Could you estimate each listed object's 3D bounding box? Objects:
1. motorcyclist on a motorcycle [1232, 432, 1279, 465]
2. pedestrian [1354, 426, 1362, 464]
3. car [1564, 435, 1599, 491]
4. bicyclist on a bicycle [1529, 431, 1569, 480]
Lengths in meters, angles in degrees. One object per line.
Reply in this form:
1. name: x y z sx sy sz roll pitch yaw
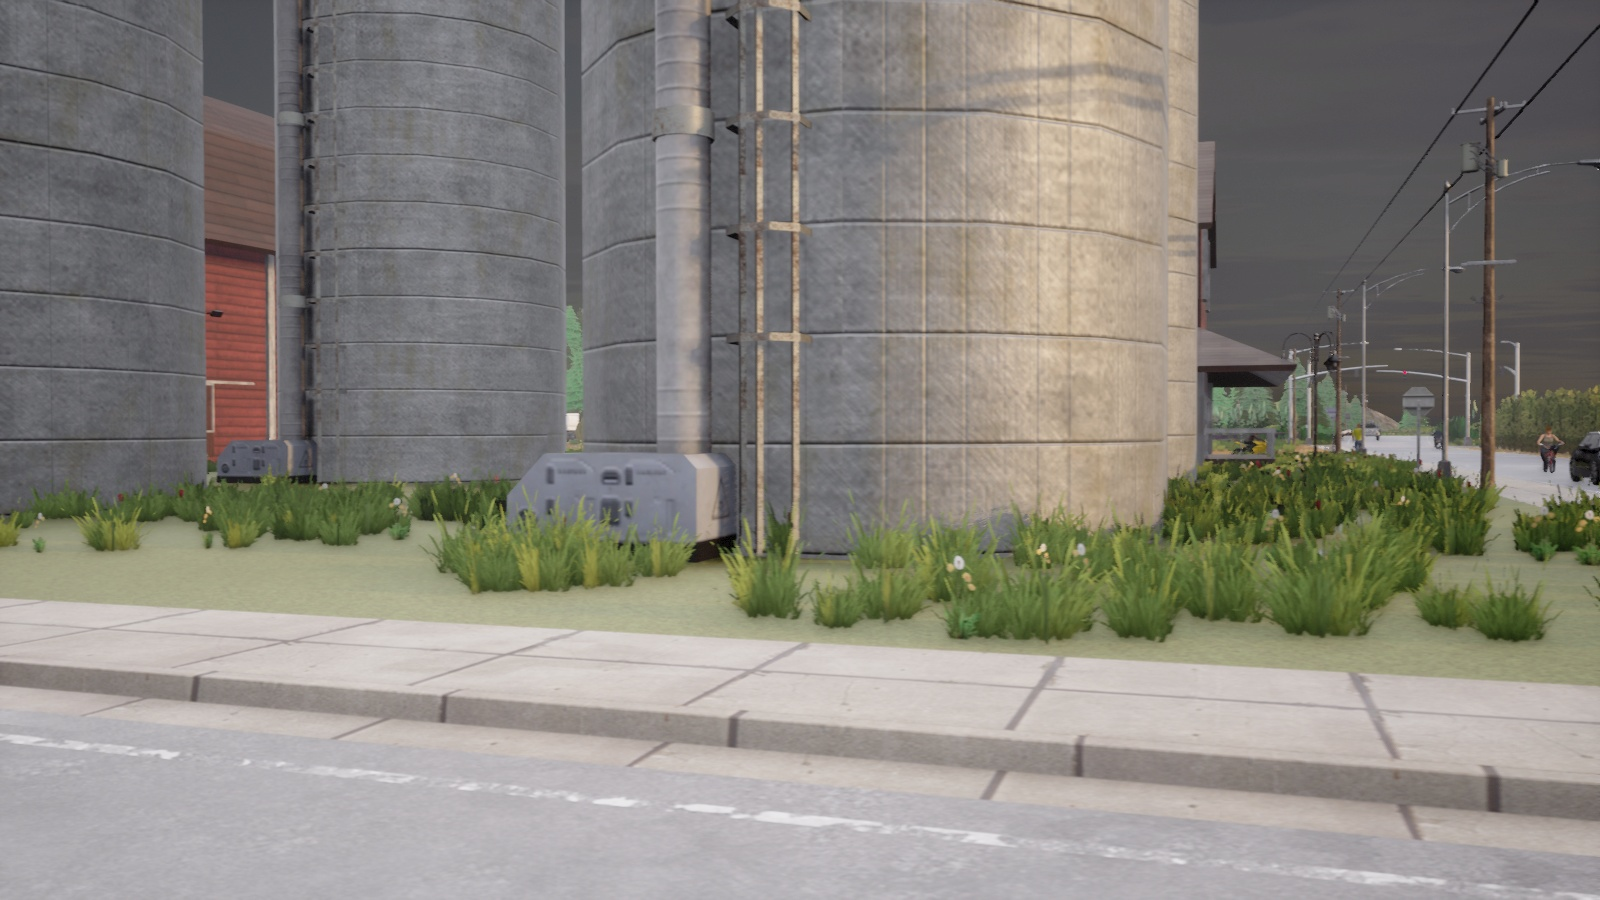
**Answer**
1. motorcyclist on a motorcycle: 21.282 -0.077 58.725 2.044 1.523 0.797 1 1 19
2. pedestrian: 27.000 -0.258 60.748 0.354 1.836 0.706 1 1 24
3. car: 22.819 0.338 34.890 1.970 1.475 3.806 1 1 19
4. bicyclist on a bicycle: 25.712 0.188 43.111 0.866 1.612 1.509 1 0 19
